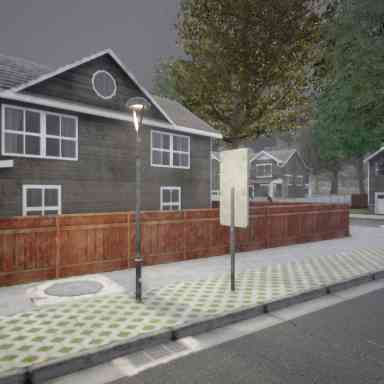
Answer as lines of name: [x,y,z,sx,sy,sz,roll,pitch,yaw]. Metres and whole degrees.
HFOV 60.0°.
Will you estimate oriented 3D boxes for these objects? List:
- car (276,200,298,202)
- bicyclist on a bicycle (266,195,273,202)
car: [7.310,1.364,24.447,5.008,1.535,1.882,1,0,43]
bicyclist on a bicycle: [7.501,1.140,32.282,0.582,1.620,1.656,1,1,43]
